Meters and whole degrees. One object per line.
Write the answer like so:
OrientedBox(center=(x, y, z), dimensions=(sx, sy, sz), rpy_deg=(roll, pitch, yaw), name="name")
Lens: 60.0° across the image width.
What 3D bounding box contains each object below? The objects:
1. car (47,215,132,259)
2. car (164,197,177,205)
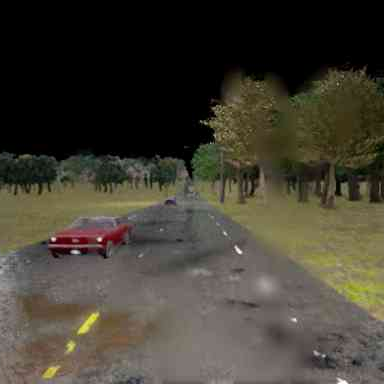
OrientedBox(center=(-3.600, 1.558, 12.510), dimensions=(1.895, 1.301, 4.718), rpy_deg=(0, 0, 0), name="car")
OrientedBox(center=(-3.546, 1.456, 55.109), dimensions=(2.033, 1.411, 5.357), rpy_deg=(0, 0, 1), name="car")
